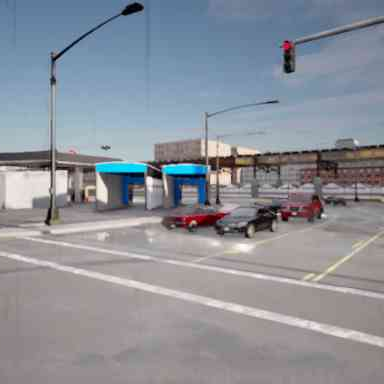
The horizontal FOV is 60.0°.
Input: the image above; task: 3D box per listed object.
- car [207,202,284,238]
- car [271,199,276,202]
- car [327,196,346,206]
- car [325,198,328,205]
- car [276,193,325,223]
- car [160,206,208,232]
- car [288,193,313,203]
[{"bbox_3d":[2.981,1.462,17.498,1.812,1.442,4.674,0,0,36],"label":"car"},{"bbox_3d":[5.457,1.489,27.241,1.895,1.301,4.718,0,0,30],"label":"car"},{"bbox_3d":[21.440,1.317,50.315,1.837,1.490,4.892,0,0,-3],"label":"car"},{"bbox_3d":[12.684,1.416,35.124,2.033,1.411,5.357,0,0,16],"label":"car"},{"bbox_3d":[8.440,1.131,25.437,2.150,2.045,5.566,0,0,30],"label":"car"},{"bbox_3d":[0.276,1.513,19.679,1.895,1.301,4.718,0,0,37],"label":"car"},{"bbox_3d":[19.625,1.098,60.307,2.097,1.767,4.553,0,0,-19],"label":"car"}]
